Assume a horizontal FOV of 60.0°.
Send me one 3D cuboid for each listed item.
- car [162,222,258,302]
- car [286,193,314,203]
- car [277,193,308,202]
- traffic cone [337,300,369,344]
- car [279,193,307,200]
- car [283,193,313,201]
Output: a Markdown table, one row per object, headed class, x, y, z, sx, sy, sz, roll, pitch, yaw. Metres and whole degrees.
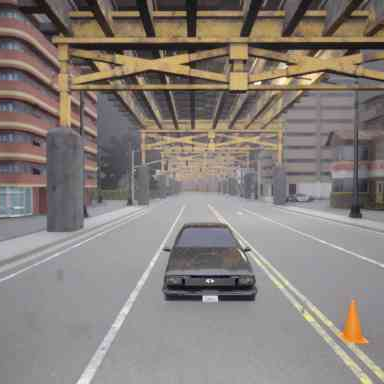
| class | x | y | z | sx | sy | sz | roll | pitch | yaw |
| --- | --- | --- | --- | --- | --- | --- | --- | --- | --- |
| car | 0.364 | 1.534 | 8.684 | 2.033 | 1.411 | 5.357 | 0 | 0 | 1 |
| car | 17.480 | 1.007 | 54.792 | 4.974 | 1.542 | 2.038 | 0 | 1 | -20 |
| car | 17.829 | 0.960 | 58.949 | 4.974 | 1.542 | 2.038 | 0 | 1 | 25 |
| traffic cone | 2.455 | 1.949 | 5.076 | 0.340 | 0.580 | 0.340 | 0 | 0 | 0 |
| car | 17.876 | 0.802 | 58.925 | 4.536 | 1.218 | 1.853 | 0 | 1 | 25 |
| car | 17.529 | 0.849 | 54.808 | 4.536 | 1.218 | 1.853 | 0 | 1 | -20 |
